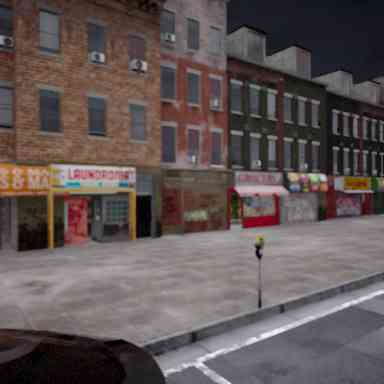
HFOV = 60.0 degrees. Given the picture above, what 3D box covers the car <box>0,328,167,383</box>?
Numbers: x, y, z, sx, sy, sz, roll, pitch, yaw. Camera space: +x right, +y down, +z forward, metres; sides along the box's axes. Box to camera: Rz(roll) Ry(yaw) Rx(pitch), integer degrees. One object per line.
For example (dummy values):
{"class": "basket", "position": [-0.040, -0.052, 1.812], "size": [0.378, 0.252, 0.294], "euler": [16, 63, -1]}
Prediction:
{"class": "car", "position": [-2.053, 1.573, 1.366], "size": [4.313, 1.339, 1.947], "euler": [-1, 0, -35]}
